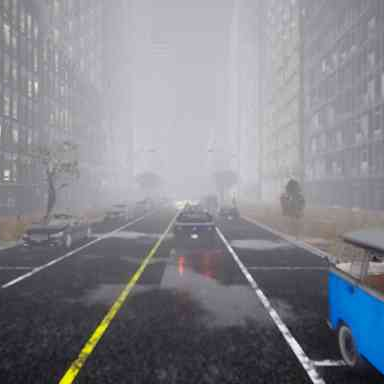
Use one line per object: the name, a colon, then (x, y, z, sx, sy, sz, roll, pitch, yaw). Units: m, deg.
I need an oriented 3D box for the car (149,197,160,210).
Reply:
car: (-5.640, 1.500, 42.905, 1.967, 1.590, 4.097, -1, 0, 0)

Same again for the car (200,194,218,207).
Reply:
car: (2.747, 1.383, 48.578, 2.192, 1.841, 5.009, -1, 0, 0)

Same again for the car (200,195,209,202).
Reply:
car: (2.787, 1.544, 76.996, 1.967, 1.590, 4.097, -1, 0, 0)

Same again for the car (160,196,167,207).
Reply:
car: (-5.624, 1.601, 54.102, 1.752, 1.417, 4.829, -1, 0, 0)

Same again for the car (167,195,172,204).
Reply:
car: (-5.608, 1.656, 65.640, 1.947, 1.339, 4.313, -1, 0, 0)

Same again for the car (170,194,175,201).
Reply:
car: (-5.592, 1.655, 77.007, 2.008, 1.369, 4.403, -1, 0, 0)

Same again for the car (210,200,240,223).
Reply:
car: (2.718, 1.588, 25.842, 2.008, 1.369, 4.403, -1, 0, 0)

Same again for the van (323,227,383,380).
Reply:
van: (2.684, 1.346, 3.108, 1.690, 1.788, 3.998, -1, 0, 0)

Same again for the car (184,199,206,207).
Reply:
car: (0.149, 1.649, 33.879, 1.895, 1.301, 4.718, 0, 0, 0)

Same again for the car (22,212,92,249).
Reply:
car: (-5.679, 1.572, 14.487, 2.008, 1.369, 4.403, -1, 0, 0)

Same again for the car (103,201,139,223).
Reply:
car: (-5.663, 1.588, 25.854, 2.008, 1.369, 4.403, -1, 0, 0)

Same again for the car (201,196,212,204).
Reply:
car: (2.772, 1.530, 65.628, 1.967, 1.590, 4.097, -1, 0, 0)

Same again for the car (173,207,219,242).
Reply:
car: (0.121, 1.625, 16.635, 1.895, 1.301, 4.718, 0, 0, 0)

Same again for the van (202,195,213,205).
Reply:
van: (2.763, 1.424, 59.945, 1.690, 1.788, 3.998, -1, 0, 0)

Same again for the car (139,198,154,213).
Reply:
car: (-5.647, 1.634, 37.221, 1.802, 1.307, 4.206, -1, 0, 0)

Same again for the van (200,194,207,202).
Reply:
van: (2.794, 1.452, 82.679, 1.690, 1.788, 3.998, -1, 0, 0)

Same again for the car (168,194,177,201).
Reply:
car: (-5.571, 1.439, 94.058, 2.192, 1.841, 5.009, -1, 0, 0)
